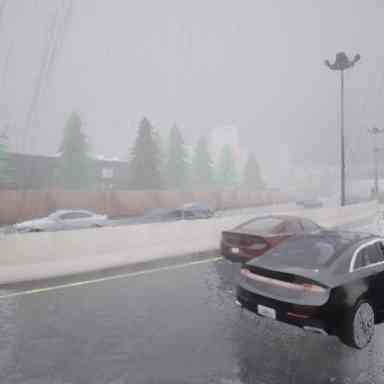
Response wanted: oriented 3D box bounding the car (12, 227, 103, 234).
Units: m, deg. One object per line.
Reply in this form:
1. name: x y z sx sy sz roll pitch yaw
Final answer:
1. car: -6.477 1.612 16.808 4.674 1.442 1.812 0 0 -39

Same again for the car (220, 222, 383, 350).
1. car: 2.949 1.485 6.281 4.902 1.511 2.128 0 0 -39

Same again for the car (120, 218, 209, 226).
1. car: -1.304 1.551 16.590 4.892 1.490 1.837 0 0 -41

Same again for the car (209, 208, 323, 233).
1. car: 3.109 1.479 10.964 5.008 1.535 1.882 0 0 -40
